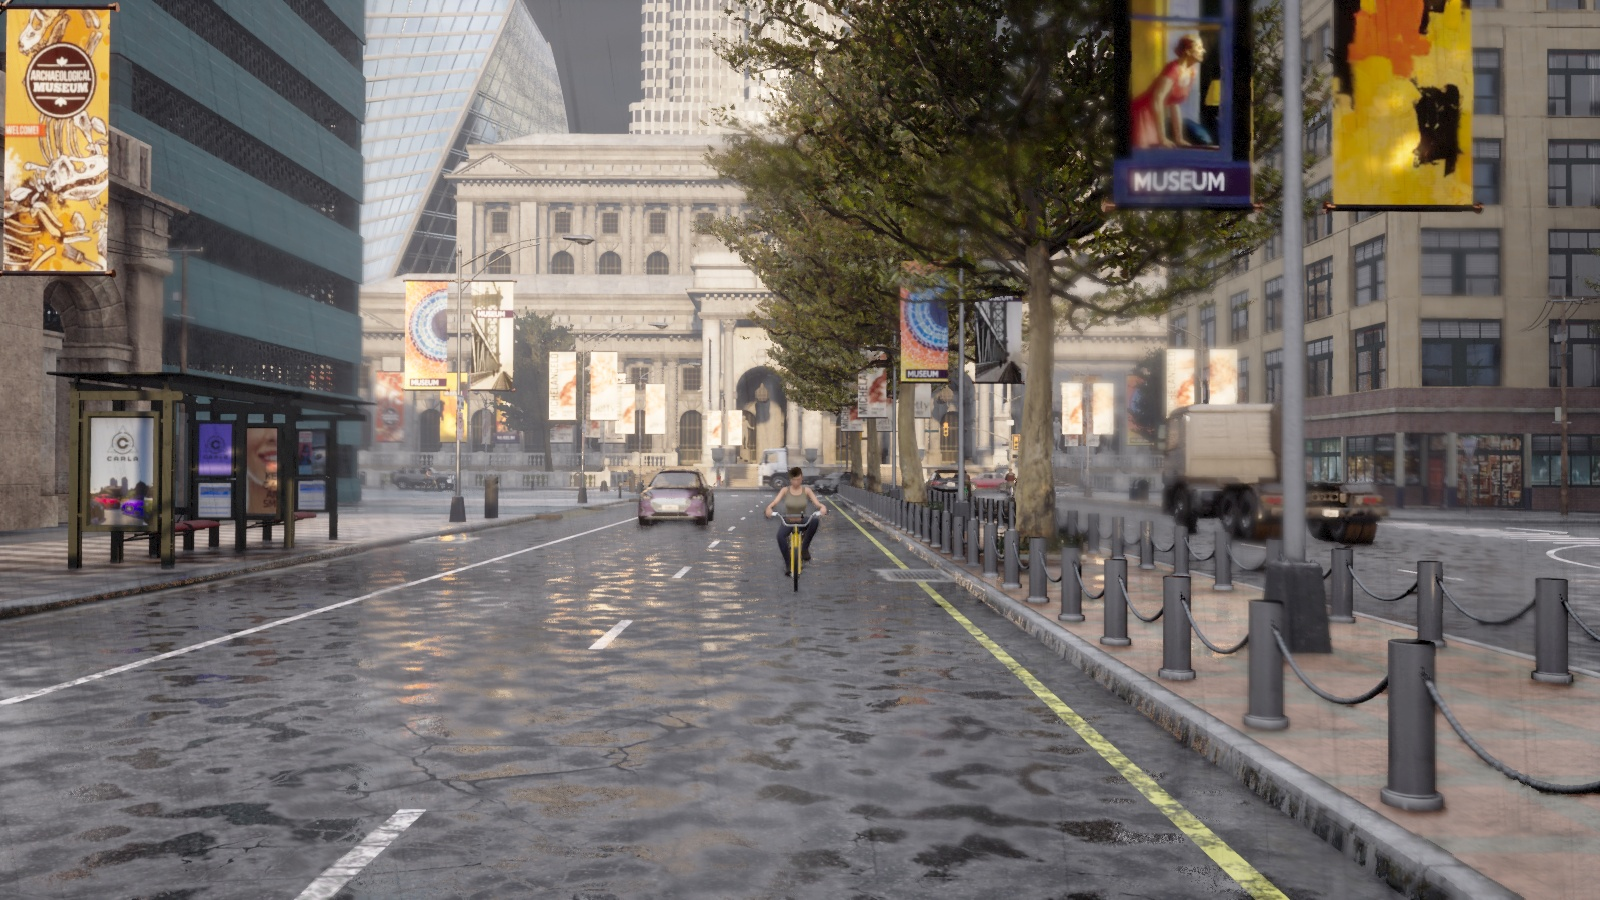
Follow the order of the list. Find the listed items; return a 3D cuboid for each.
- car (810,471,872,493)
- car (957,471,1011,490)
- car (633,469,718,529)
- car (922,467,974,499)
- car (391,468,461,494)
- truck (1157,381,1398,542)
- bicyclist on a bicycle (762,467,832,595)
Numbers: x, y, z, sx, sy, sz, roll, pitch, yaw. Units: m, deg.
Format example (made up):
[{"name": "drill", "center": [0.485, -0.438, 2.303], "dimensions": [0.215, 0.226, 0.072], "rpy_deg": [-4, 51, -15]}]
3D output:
[{"name": "car", "center": [2.958, 2.252, 89.737], "dimensions": [2.007, 1.525, 4.514], "rpy_deg": [-1, -1, 42]}, {"name": "car", "center": [14.190, 2.348, 96.988], "dimensions": [3.806, 1.475, 1.970], "rpy_deg": [0, -1, 0]}, {"name": "car", "center": [-3.587, 1.380, 37.042], "dimensions": [2.033, 1.649, 4.856], "rpy_deg": [0, -1, 0]}, {"name": "car", "center": [7.840, 1.751, 67.067], "dimensions": [2.242, 1.667, 4.611], "rpy_deg": [0, -1, 0]}, {"name": "car", "center": [-27.836, 2.310, 93.554], "dimensions": [4.605, 1.855, 1.932], "rpy_deg": [0, -1, 0]}, {"name": "truck", "center": [11.423, 0.307, 31.054], "dimensions": [2.891, 3.462, 7.936], "rpy_deg": [0, -1, 0]}, {"name": "bicyclist on a bicycle", "center": [-0.044, 1.029, 16.586], "dimensions": [0.866, 1.612, 1.509], "rpy_deg": [0, -1, 0]}]
